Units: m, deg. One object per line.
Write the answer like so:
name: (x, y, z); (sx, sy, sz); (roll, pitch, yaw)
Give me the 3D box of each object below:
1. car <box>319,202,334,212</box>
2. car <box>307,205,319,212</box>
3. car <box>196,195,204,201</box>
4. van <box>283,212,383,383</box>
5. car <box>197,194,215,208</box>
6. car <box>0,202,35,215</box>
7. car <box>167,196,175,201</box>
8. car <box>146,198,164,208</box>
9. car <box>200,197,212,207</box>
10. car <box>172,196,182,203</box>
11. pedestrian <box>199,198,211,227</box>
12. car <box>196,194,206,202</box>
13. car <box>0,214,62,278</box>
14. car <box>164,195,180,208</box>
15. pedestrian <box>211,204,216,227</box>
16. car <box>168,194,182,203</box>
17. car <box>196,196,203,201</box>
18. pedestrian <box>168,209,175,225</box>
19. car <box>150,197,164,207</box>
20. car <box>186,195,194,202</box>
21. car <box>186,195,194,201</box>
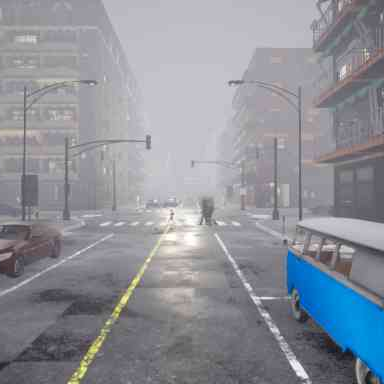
car: (13.581, 1.452, 28.094); (4.403, 1.369, 2.008); (0, -1, 0)
car: (14.160, 1.617, 33.510); (4.718, 1.301, 1.895); (0, -1, -3)
car: (2.068, 1.601, 87.231); (1.967, 1.590, 4.097); (1, 0, 0)
van: (2.527, 1.343, 4.598); (1.690, 1.788, 3.998); (1, 0, 0)
car: (2.303, 1.353, 48.310); (2.192, 1.841, 5.009); (1, 0, 0)
car: (-17.368, 1.591, 30.473); (5.357, 1.411, 2.033); (0, -1, 3)
car: (-5.844, 1.718, 92.541); (1.752, 1.417, 4.829); (1, 0, 0)
car: (-5.581, 1.604, 48.217); (1.947, 1.339, 4.313); (1, 0, 0)
car: (2.265, 1.570, 54.039); (1.752, 1.417, 4.829); (1, 0, 0)
car: (-3.156, 1.604, 69.432); (1.812, 1.442, 4.674); (0, 0, 0)
pedestrian: (0.837, 1.309, 21.210); (0.375, 1.860, 0.375); (1, -1, 0)
car: (2.103, 1.444, 81.668); (2.192, 1.841, 5.009); (1, 0, 0)
car: (-5.358, 1.588, 10.138); (1.802, 1.307, 4.206); (1, 0, 0)
car: (-3.126, 1.602, 48.464); (1.994, 1.385, 4.181); (0, 0, -1)
pedestrian: (1.172, 1.308, 21.924); (0.375, 1.860, 0.375); (1, -1, 0)
car: (-3.168, 1.577, 58.354); (1.812, 1.442, 4.674); (0, 0, 0)
car: (2.033, 1.776, 92.791); (1.802, 1.307, 4.206); (1, 0, 0)
pedestrian: (-1.348, 1.686, 22.502); (0.500, 1.100, 0.500); (1, -1, 0)
car: (-5.614, 1.610, 53.778); (1.947, 1.339, 4.313); (1, 0, 0)
car: (-0.457, 1.658, 78.294); (1.994, 1.385, 4.181); (0, 0, 0)
car: (-0.516, 1.538, 88.303); (2.033, 1.411, 5.357); (0, 0, 0)
